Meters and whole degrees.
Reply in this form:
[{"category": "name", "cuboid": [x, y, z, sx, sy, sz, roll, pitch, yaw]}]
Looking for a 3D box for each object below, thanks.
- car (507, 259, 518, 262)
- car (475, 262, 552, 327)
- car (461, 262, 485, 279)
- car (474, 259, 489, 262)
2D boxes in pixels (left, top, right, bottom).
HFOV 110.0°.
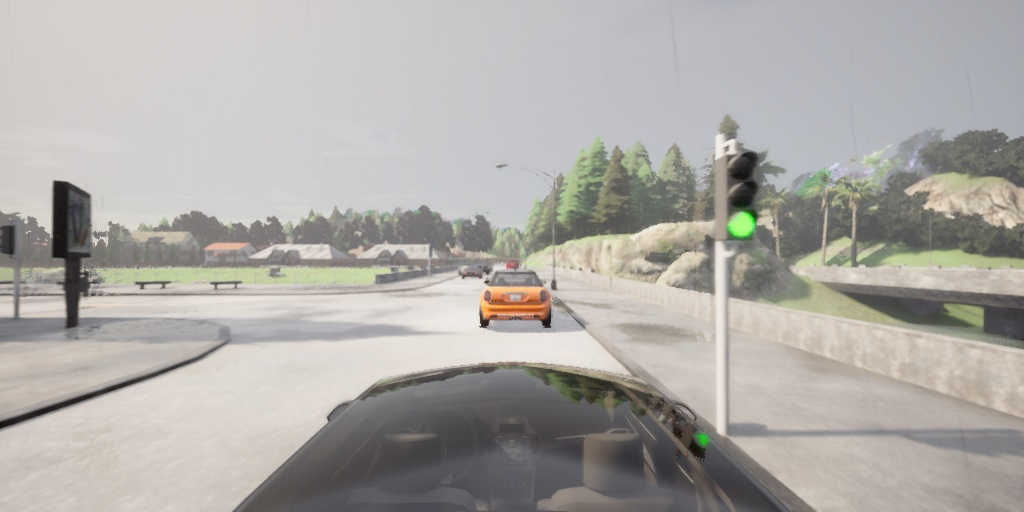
[{"category": "car", "cuboid": [0.095, 1.533, 58.222, 2.150, 2.045, 5.566, 0, -1, 0]}, {"category": "car", "cuboid": [0.098, 1.205, 12.134, 2.097, 1.767, 4.553, 0, -1, 0]}, {"category": "car", "cuboid": [-4.099, 1.672, 37.740, 1.994, 1.385, 4.181, 0, -1, 0]}, {"category": "car", "cuboid": [-4.085, 1.425, 47.339, 2.150, 2.045, 5.566, 0, -1, 0]}]
